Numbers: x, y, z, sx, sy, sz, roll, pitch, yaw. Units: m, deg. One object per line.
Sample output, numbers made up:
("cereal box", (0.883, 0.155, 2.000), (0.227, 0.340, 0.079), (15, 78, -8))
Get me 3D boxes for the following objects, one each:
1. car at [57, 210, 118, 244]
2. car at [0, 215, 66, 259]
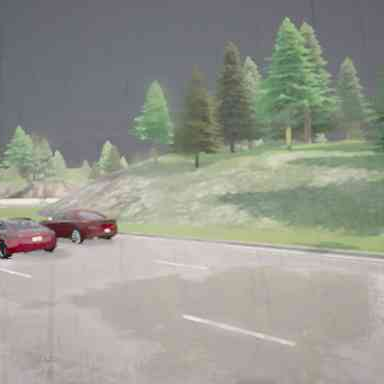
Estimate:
("car", (-5.880, 1.635, 16.700), (5.008, 1.535, 1.882), (0, 0, 36))
("car", (-7.314, 1.714, 13.412), (4.181, 1.385, 1.994), (-1, 0, 36))
